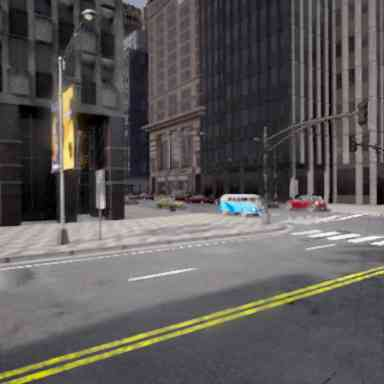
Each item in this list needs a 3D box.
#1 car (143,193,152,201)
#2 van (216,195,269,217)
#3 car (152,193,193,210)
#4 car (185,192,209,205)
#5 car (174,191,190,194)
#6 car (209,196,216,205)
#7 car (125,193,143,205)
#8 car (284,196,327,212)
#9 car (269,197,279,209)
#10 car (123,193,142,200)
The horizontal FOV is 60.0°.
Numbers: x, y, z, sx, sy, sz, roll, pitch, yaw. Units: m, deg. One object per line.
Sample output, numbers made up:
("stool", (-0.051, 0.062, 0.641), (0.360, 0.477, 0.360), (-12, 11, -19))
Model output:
("car", (-8.402, 0.892, 60.369), (1.887, 1.381, 4.507), (0, 1, -35))
("van", (4.125, 1.111, 27.892), (1.690, 1.788, 3.998), (0, 1, -35))
("car", (-2.272, 1.197, 36.939), (1.752, 1.417, 4.829), (0, 1, -35))
("car", (1.341, 1.047, 46.593), (1.887, 1.381, 4.507), (0, 1, -35))
("car", (-1.906, 0.766, 51.182), (2.192, 1.841, 5.009), (0, 1, -35))
("car", (4.589, 1.104, 42.001), (2.008, 1.369, 4.403), (0, 1, -35))
("car", (-8.866, 1.150, 46.262), (1.802, 1.307, 4.206), (0, 1, -35))
("car", (11.085, 1.094, 32.816), (1.967, 1.590, 4.097), (0, 1, -35))
("car", (7.838, 1.169, 37.408), (1.947, 1.339, 4.313), (0, 1, -35))
("car", (-11.650, 0.860, 64.961), (1.947, 1.339, 4.313), (0, 1, -35))
